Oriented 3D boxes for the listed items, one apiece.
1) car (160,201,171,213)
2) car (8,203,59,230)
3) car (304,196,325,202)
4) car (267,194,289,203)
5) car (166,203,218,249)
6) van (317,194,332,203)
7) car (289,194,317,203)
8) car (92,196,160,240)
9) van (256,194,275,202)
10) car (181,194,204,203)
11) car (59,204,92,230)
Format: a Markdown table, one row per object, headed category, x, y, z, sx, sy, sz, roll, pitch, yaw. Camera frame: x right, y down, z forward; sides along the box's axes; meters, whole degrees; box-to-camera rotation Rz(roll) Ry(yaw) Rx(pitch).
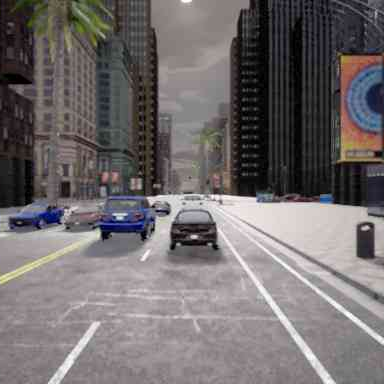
| category | x | y | z | sx | sy | sz | roll | pitch | yaw |
| --- | --- | --- | --- | --- | --- | --- | --- | --- | --- |
| car | -3.206 | 1.591 | 34.923 | 1.994 | 1.385 | 4.181 | 0 | 0 | 0 |
| car | -9.882 | 1.497 | 21.517 | 1.882 | 1.535 | 5.008 | 0 | 0 | 0 |
| car | 28.292 | 1.596 | 76.793 | 4.206 | 1.307 | 1.802 | 0 | 0 | 0 |
| car | 16.956 | 1.595 | 68.244 | 4.403 | 1.369 | 2.008 | 0 | 0 | 0 |
| car | 0.079 | 1.487 | 14.643 | 1.882 | 1.535 | 5.008 | 0 | 0 | 0 |
| van | 28.311 | 1.372 | 68.267 | 3.998 | 1.788 | 1.690 | 0 | 0 | 0 |
| car | 22.634 | 1.619 | 68.256 | 4.206 | 1.307 | 1.802 | 0 | 0 | 0 |
| car | -3.177 | 1.235 | 17.319 | 2.150 | 2.045 | 5.566 | 0 | 0 | 0 |
| van | 16.937 | 1.368 | 76.769 | 3.998 | 1.788 | 1.690 | 0 | 0 | 0 |
| car | 0.045 | 1.246 | 33.531 | 2.150 | 2.045 | 5.566 | 0 | 0 | 0 |
| car | -6.632 | 1.544 | 21.495 | 1.812 | 1.442 | 4.674 | 0 | 0 | 0 |
